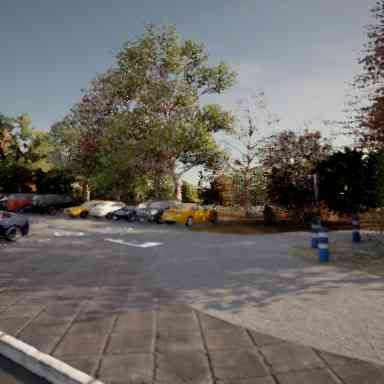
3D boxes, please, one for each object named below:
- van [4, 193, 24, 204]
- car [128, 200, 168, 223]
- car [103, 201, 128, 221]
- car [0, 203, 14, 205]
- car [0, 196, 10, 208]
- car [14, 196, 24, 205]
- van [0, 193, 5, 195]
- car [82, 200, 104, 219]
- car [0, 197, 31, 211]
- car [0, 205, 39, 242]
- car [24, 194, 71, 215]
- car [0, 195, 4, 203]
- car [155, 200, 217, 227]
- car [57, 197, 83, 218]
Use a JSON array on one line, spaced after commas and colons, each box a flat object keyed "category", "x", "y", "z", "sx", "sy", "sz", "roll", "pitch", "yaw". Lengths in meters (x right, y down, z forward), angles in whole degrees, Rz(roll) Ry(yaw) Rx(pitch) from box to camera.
[{"category": "van", "x": -17.904, "y": 1.184, "z": 37.092, "sx": 1.878, "sy": 1.987, "sz": 4.442, "roll": 0, "pitch": 0, "yaw": 36}, {"category": "car", "x": -2.262, "y": 1.421, "z": 25.637, "sx": 2.185, "sy": 1.767, "sz": 4.553, "roll": 1, "pitch": 0, "yaw": 36}, {"category": "car", "x": -4.440, "y": 1.557, "z": 27.142, "sx": 2.163, "sy": 1.488, "sz": 4.792, "roll": 1, "pitch": 0, "yaw": 36}, {"category": "car", "x": -12.106, "y": 1.533, "z": 16.587, "sx": 2.097, "sy": 1.535, "sz": 5.008, "roll": 0, "pitch": 0, "yaw": 36}, {"category": "car", "x": -26.832, "y": 1.388, "z": 43.432, "sx": 2.097, "sy": 1.535, "sz": 5.008, "roll": 0, "pitch": 0, "yaw": 36}, {"category": "car", "x": -15.648, "y": 1.458, "z": 35.276, "sx": 2.163, "sy": 1.488, "sz": 4.792, "roll": 1, "pitch": 0, "yaw": 36}, {"category": "van", "x": -24.644, "y": 1.161, "z": 41.704, "sx": 1.878, "sy": 1.987, "sz": 4.442, "roll": 0, "pitch": 0, "yaw": 36}, {"category": "car", "x": -6.666, "y": 1.548, "z": 28.790, "sx": 2.002, "sy": 1.452, "sz": 4.674, "roll": 1, "pitch": 0, "yaw": 36}, {"category": "car", "x": -22.336, "y": 1.418, "z": 40.199, "sx": 2.163, "sy": 1.488, "sz": 4.792, "roll": 0, "pitch": 0, "yaw": 36}, {"category": "car", "x": -9.879, "y": 1.583, "z": 14.929, "sx": 2.163, "sy": 1.488, "sz": 4.792, "roll": 1, "pitch": 0, "yaw": 36}, {"category": "car", "x": -13.371, "y": 1.197, "z": 33.694, "sx": 2.435, "sy": 2.045, "sz": 5.566, "roll": 1, "pitch": 0, "yaw": 36}, {"category": "car", "x": -20.199, "y": 1.426, "z": 38.649, "sx": 2.163, "sy": 1.488, "sz": 4.792, "roll": 0, "pitch": 0, "yaw": 36}, {"category": "car", "x": -0.041, "y": 1.566, "z": 23.980, "sx": 2.097, "sy": 1.535, "sz": 5.008, "roll": 1, "pitch": 0, "yaw": 36}, {"category": "car", "x": -9.015, "y": 1.485, "z": 30.269, "sx": 1.946, "sy": 1.575, "sz": 5.366, "roll": 1, "pitch": 0, "yaw": 36}]
